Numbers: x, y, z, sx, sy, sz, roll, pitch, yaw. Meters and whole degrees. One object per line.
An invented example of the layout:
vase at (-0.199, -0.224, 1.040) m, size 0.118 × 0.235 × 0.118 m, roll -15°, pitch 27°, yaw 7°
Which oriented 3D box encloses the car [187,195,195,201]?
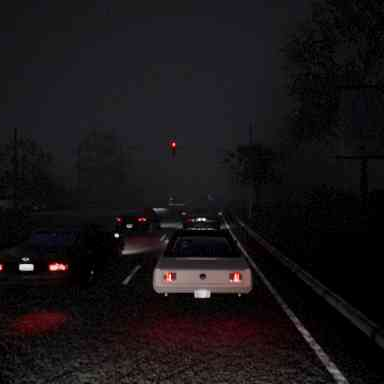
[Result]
car at (-0.559, 1.438, 77.990) m, size 1.837 × 1.490 × 4.892 m, roll 0°, pitch 0°, yaw 9°

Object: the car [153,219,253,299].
car at (0.232, 1.595, 8.373) m, size 1.895 × 1.301 × 4.718 m, roll 0°, pitch 0°, yaw 1°

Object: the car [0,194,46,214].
car at (-18.450, 1.196, 35.310) m, size 5.566 × 2.045 × 2.150 m, roll 0°, pitch 0°, yaw 6°

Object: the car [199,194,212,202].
car at (2.720, 1.465, 76.342) m, size 2.128 × 1.511 × 4.902 m, roll 0°, pitch 0°, yaw 10°

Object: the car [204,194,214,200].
car at (4.459, 1.267, 86.562) m, size 1.882 × 1.535 × 5.008 m, roll 0°, pitch 0°, yaw 11°

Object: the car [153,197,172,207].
car at (-4.573, 1.567, 47.830) m, size 1.895 × 1.301 × 4.718 m, roll 0°, pitch 0°, yaw 6°

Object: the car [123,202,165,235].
car at (-2.939, 1.513, 18.713) m, size 1.812 × 1.442 × 4.674 m, roll 0°, pitch 0°, yaw 4°

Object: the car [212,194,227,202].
car at (6.316, 1.494, 76.651) m, size 1.994 × 1.385 × 4.181 m, roll 0°, pitch 0°, yaw 10°

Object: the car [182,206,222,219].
car at (0.522, 1.492, 17.598) m, size 1.837 × 1.490 × 4.892 m, roll 0°, pitch 0°, yaw 2°

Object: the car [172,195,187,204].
car at (-2.784, 1.308, 63.020) m, size 2.097 × 1.767 × 4.553 m, roll 0°, pitch 0°, yaw 8°

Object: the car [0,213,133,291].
car at (-3.256, 1.541, 9.135) m, size 2.033 × 1.411 × 5.357 m, roll 0°, pitch 0°, yaw 1°

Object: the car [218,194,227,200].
car at (7.979, 1.285, 86.357) m, size 1.882 × 1.535 × 5.008 m, roll 0°, pitch 0°, yaw 11°
